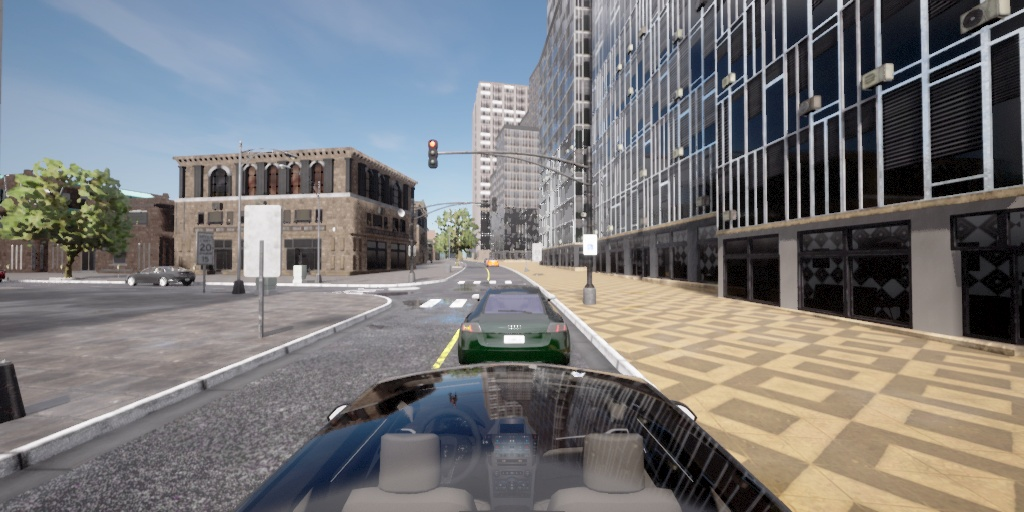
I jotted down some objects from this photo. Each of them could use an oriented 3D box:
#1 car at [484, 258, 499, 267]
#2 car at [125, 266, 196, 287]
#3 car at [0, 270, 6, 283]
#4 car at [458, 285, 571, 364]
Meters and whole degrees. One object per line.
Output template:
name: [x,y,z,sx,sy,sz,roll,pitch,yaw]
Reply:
car: [-3.560,1.086,64.696,2.097,1.767,4.553,0,0,-7]
car: [-24.214,1.375,24.710,4.403,1.370,2.007,0,0,9]
car: [-41.453,1.376,27.466,4.507,1.381,1.888,0,0,9]
car: [0.039,1.314,7.799,1.994,1.385,4.181,0,0,0]
